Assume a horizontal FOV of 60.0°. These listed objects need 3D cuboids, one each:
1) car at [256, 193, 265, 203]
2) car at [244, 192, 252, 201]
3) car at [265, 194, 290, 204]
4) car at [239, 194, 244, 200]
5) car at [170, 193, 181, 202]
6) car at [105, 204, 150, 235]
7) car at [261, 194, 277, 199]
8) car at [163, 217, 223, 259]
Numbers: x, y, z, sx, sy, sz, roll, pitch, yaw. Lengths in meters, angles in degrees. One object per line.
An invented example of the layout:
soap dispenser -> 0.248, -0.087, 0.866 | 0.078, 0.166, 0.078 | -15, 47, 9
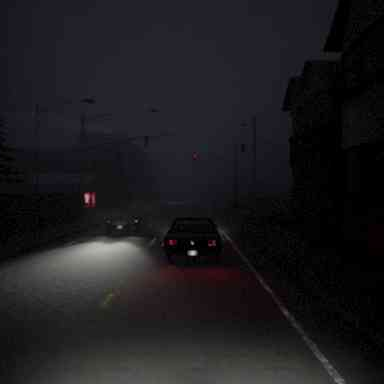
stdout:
car -> 14.174, 1.103, 60.909 | 5.027, 1.636, 2.152 | 0, 0, 0
car -> 14.175, 1.013, 73.703 | 3.866, 1.878, 1.905 | 0, 0, 0
car -> 14.498, 1.189, 54.492 | 3.806, 1.475, 1.970 | 0, 0, 0
car -> 13.763, 1.030, 76.609 | 4.605, 1.855, 1.932 | 0, 0, 0
car -> -3.489, 1.148, 71.897 | 2.150, 2.045, 5.566 | 0, 0, 0
car -> -3.541, 1.471, 18.863 | 2.128, 1.511, 4.902 | 0, 0, 0
car -> 21.321, 1.300, 92.212 | 3.806, 1.475, 1.970 | 0, 0, 0
car -> 0.041, 1.587, 12.470 | 1.895, 1.301, 4.718 | 0, 0, 1
